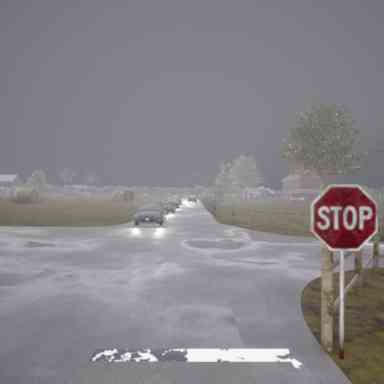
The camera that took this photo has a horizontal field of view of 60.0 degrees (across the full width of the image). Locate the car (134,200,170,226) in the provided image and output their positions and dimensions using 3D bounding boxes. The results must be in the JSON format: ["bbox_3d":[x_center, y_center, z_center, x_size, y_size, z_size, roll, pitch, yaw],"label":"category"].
[{"bbox_3d":[-2.829,1.511,23.327,1.837,1.490,4.892,0,0,0],"label":"car"}]

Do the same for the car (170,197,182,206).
[{"bbox_3d":[-2.733,1.629,58.428,1.895,1.301,4.718,0,0,0],"label":"car"}]

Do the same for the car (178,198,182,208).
[{"bbox_3d":[-2.800,1.492,46.234,1.882,1.535,5.008,0,0,0],"label":"car"}]

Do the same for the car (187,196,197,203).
[{"bbox_3d":[0.062,1.522,71.240,1.882,1.535,5.008,0,0,0],"label":"car"}]

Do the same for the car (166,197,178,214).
[{"bbox_3d":[-2.816,1.570,35.524,1.994,1.385,4.181,0,0,0],"label":"car"}]
